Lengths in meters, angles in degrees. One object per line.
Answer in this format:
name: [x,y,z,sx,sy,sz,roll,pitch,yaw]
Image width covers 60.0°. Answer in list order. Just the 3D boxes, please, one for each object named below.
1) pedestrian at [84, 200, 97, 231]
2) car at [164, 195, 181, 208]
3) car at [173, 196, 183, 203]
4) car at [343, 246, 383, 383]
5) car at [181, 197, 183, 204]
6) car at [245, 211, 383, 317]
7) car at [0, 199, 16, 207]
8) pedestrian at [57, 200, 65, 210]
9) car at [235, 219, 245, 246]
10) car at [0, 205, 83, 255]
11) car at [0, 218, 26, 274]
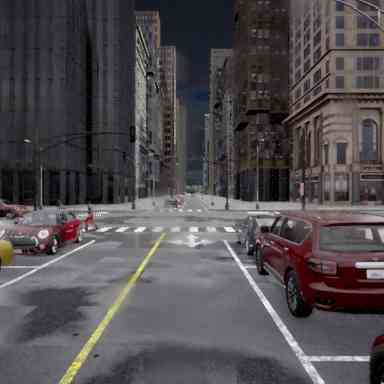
pedestrian: [-5.865,1.294,19.069,0.375,1.860,0.375,0,0,0]
car: [-2.981,1.545,48.259,2.033,1.411,5.357,0,0,-1]
car: [-2.848,1.603,68.573,1.895,1.301,4.718,0,0,1]
car: [2.759,1.440,1.780,1.967,1.590,4.097,0,0,0]
car: [-2.934,1.351,58.381,2.097,1.767,4.553,0,0,0]
car: [2.758,1.314,7.382,2.192,1.841,5.009,0,0,0]
car: [-16.339,1.397,28.379,4.553,1.767,2.097,0,0,0]
pedestrian: [-7.287,1.291,18.462,0.375,1.860,0.375,0,0,0]
car: [2.759,1.549,12.984,2.008,1.369,4.403,0,0,0]
car: [-5.767,1.438,12.983,1.967,1.590,4.097,0,0,0]
car: [-5.766,1.524,7.210,1.752,1.417,4.829,0,0,0]
